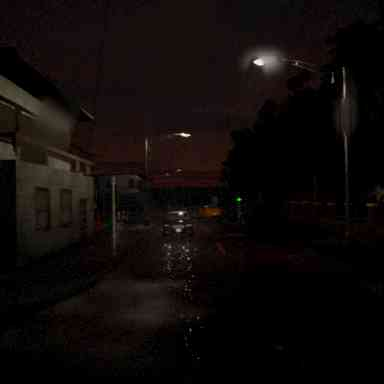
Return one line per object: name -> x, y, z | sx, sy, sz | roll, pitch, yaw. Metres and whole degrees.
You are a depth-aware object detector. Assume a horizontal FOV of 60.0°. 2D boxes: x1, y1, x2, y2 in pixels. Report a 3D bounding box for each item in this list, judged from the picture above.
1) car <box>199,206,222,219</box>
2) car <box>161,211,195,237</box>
car -> 2.133, 2.388, 40.314 | 1.882, 1.535, 5.008 | -1, -1, -11
car -> -0.915, 2.022, 21.803 | 2.128, 1.511, 4.902 | -1, -1, -3
